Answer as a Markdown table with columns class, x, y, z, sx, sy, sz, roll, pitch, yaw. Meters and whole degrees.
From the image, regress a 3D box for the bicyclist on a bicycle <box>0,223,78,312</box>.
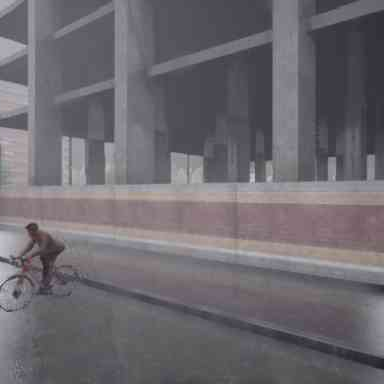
| class | x | y | z | sx | sy | sz | roll | pitch | yaw |
| --- | --- | --- | --- | --- | --- | --- | --- | --- | --- |
| bicyclist on a bicycle | -3.006 | 1.422 | 6.614 | 0.582 | 1.620 | 1.656 | 0 | 1 | 37 |
